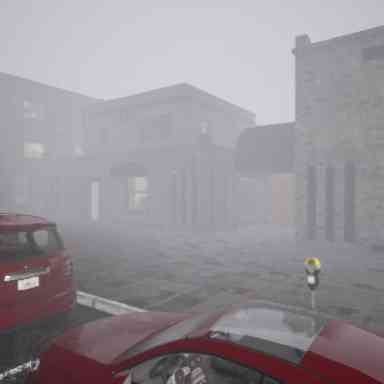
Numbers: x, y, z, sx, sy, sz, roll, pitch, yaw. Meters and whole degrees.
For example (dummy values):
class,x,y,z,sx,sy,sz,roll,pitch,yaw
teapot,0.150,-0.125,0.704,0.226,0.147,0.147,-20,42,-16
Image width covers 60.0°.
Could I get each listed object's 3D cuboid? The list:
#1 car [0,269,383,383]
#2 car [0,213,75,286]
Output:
class,x,y,z,sx,sy,sz,roll,pitch,yaw
car,0.398,1.577,2.592,4.206,1.307,1.802,0,0,35
car,-4.111,1.286,5.808,5.009,1.841,2.192,0,0,35
